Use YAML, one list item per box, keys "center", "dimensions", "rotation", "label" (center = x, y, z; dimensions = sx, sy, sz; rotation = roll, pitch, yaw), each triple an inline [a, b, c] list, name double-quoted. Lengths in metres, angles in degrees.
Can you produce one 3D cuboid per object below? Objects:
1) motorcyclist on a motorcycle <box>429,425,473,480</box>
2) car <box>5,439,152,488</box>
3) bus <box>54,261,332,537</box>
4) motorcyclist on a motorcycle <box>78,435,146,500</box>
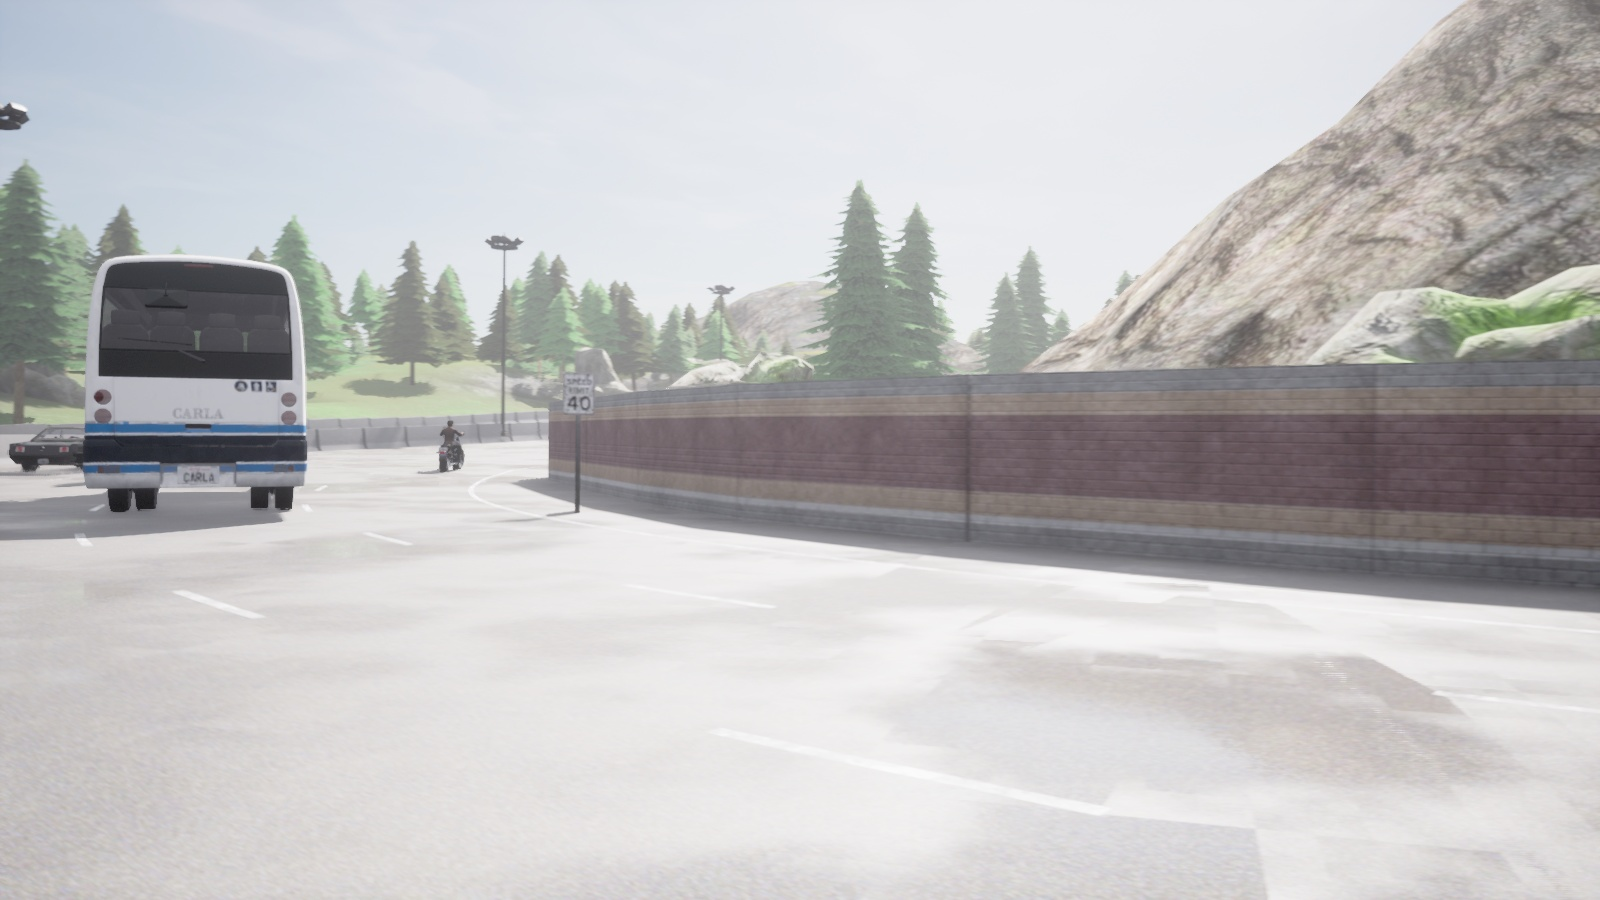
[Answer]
- center: [-10.899, 0.056, 39.309]
  dimensions: [0.766, 1.649, 2.350]
  rotation: [0, 1, -2]
  label: "motorcyclist on a motorcycle"
- center: [-21.375, 0.354, 37.438]
  dimensions: [1.895, 1.301, 4.718]
  rotation: [-1, 1, -4]
  label: "car"
- center: [-11.715, -0.880, 24.850]
  dimensions: [3.944, 4.253, 10.273]
  rotation: [-1, 1, -24]
  label: "bus"
- center: [-17.153, 0.401, 31.377]
  dimensions: [0.866, 1.530, 2.191]
  rotation: [0, 1, -11]
  label: "motorcyclist on a motorcycle"
